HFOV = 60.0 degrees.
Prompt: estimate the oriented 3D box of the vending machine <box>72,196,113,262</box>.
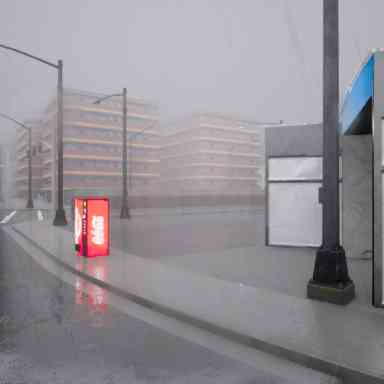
[{"bbox_3d":[-3.389,1.197,11.291,1.100,2.100,0.880,0,0,-36],"label":"vending machine"}]
